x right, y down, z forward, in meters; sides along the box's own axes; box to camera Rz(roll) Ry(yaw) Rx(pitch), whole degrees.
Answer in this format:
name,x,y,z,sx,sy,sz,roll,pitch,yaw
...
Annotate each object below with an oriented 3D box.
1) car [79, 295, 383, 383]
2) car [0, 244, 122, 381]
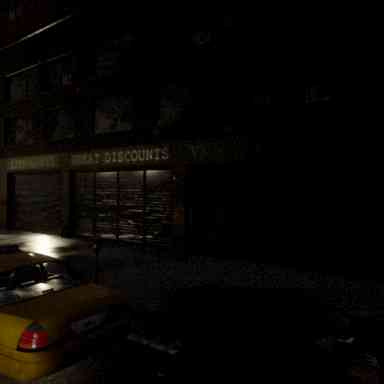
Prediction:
name,x,y,z,sx,sy,sz,roll,pitch,yaw
car,1.579,1.551,1.961,4.403,1.369,2.008,0,1,36
car,-3.105,1.525,5.306,4.829,1.417,1.752,0,1,36
